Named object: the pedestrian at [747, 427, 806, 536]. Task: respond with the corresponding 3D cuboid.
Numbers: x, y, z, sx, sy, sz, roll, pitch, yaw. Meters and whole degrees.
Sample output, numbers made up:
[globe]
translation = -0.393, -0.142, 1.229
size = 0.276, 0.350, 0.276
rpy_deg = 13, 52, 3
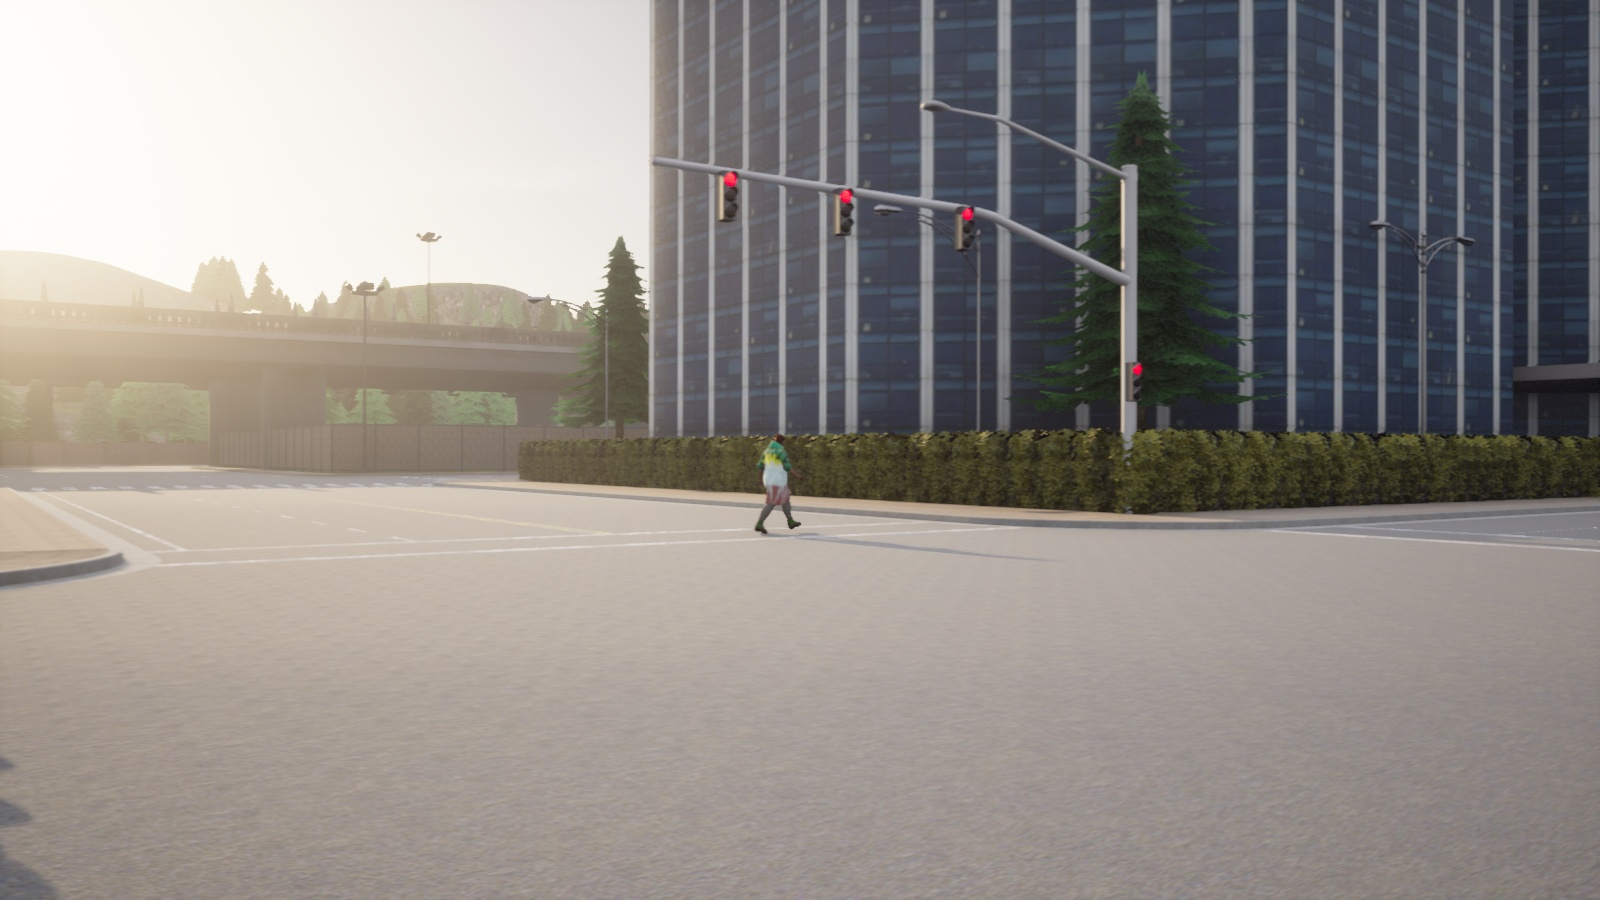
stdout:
[pedestrian]
translation = -0.432, 0.571, 23.011
size = 0.873, 1.952, 0.659
rpy_deg = 0, 0, -27
